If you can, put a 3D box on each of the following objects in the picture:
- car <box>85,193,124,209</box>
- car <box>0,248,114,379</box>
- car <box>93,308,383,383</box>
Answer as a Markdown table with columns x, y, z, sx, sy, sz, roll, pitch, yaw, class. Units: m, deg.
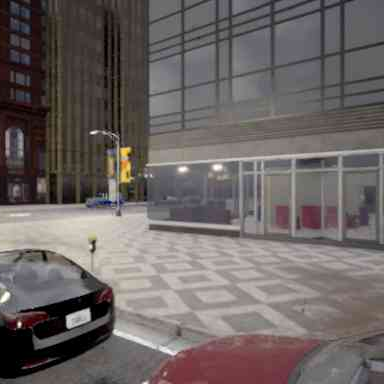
| x | y | z | sx | sy | sz | roll | pitch | yaw | class |
| --- | --- | --- | --- | --- | --- | --- | --- | --- | --- |
| -11.774 | 1.202 | 45.144 | 2.150 | 2.045 | 5.566 | 0 | 0 | 36 | car |
| -3.074 | 1.586 | 5.271 | 4.313 | 1.339 | 1.947 | 0 | 0 | 36 | car |
| 1.516 | 1.582 | 1.995 | 4.206 | 1.307 | 1.802 | 0 | 0 | 36 | car |
